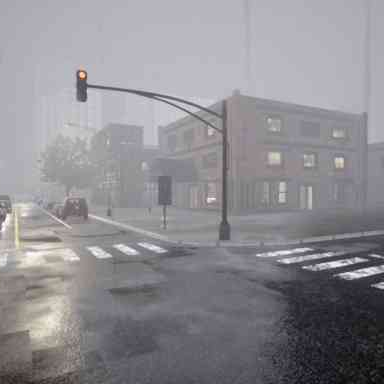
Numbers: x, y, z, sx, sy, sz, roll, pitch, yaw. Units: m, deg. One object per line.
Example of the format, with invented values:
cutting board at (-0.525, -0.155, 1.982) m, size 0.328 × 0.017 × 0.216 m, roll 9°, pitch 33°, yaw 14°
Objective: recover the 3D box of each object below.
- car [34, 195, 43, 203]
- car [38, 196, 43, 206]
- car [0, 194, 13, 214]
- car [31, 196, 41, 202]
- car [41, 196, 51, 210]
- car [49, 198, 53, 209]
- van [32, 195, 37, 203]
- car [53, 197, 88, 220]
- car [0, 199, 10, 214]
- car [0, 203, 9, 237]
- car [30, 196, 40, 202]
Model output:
car at (-25.655, 1.637, 57.366) m, size 1.802 × 1.307 × 4.206 m, roll 0°, pitch 0°, yaw -28°
car at (-20.471, 1.588, 47.608) m, size 2.008 × 1.369 × 4.403 m, roll 0°, pitch 0°, yaw -28°
car at (-20.518, 1.246, 35.567) m, size 2.150 × 2.045 × 5.566 m, roll 0°, pitch 0°, yaw -28°
car at (-36.025, 1.681, 76.884) m, size 1.802 × 1.307 × 4.206 m, roll 0°, pitch 0°, yaw -28°
car at (-17.879, 1.596, 42.729) m, size 1.947 × 1.339 × 4.313 m, roll 0°, pitch 0°, yaw -28°
car at (-12.694, 1.585, 32.970) m, size 1.947 × 1.339 × 4.313 m, roll 0°, pitch 0°, yaw -28°
van at (-30.841, 1.417, 67.126) m, size 1.690 × 1.788 × 3.998 m, roll 0°, pitch 0°, yaw -28°
car at (-10.101, 1.329, 28.090) m, size 2.192 × 1.841 × 5.009 m, roll 0°, pitch 0°, yaw -28°
car at (-15.602, 1.540, 26.170) m, size 1.812 × 1.442 × 4.674 m, roll 0°, pitch 0°, yaw -28°
car at (-11.192, 1.554, 17.818) m, size 2.033 × 1.411 × 5.357 m, roll 0°, pitch 0°, yaw -28°
car at (-38.618, 1.677, 81.764) m, size 1.947 × 1.339 × 4.313 m, roll 0°, pitch 0°, yaw -28°
